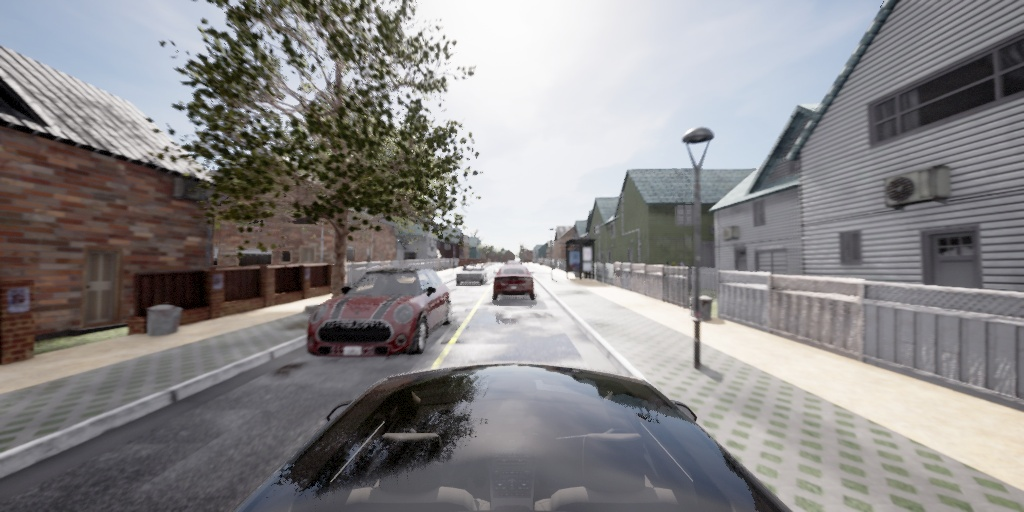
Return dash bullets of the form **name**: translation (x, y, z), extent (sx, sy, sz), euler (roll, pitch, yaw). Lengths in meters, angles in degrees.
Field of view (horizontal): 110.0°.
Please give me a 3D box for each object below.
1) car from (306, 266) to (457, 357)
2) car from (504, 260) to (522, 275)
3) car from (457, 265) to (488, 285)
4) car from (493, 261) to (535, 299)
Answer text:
- **car**: translation (-2.796, 1.077, 8.577), extent (2.097, 1.767, 4.553), euler (0, 0, 1)
- **car**: translation (0.116, 1.216, 39.265), extent (1.812, 1.442, 4.674), euler (0, 0, 0)
- **car**: translation (-2.836, 1.290, 25.704), extent (1.895, 1.301, 4.718), euler (0, 0, 0)
- **car**: translation (0.086, 1.177, 17.795), extent (1.882, 1.535, 5.008), euler (0, 0, 0)
